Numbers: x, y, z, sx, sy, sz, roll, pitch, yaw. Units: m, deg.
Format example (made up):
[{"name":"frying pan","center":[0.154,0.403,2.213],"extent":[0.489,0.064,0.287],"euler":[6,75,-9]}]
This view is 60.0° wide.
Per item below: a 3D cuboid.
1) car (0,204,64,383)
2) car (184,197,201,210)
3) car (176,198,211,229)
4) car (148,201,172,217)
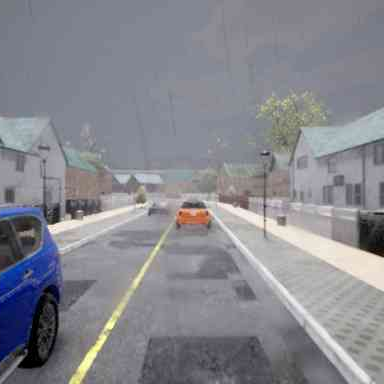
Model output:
[{"name":"car","center":[-2.851,1.209,2.745],"extent":[2.150,2.045,5.566],"euler":[0,1,-3]},{"name":"car","center":[0.088,1.447,42.372],"extent":[2.033,1.411,5.357],"euler":[0,0,0]},{"name":"car","center":[0.096,1.306,21.482],"extent":[2.097,1.767,4.553],"euler":[0,0,0]},{"name":"car","center":[-2.852,1.534,30.253],"extent":[1.895,1.301,4.718],"euler":[0,0,0]}]
